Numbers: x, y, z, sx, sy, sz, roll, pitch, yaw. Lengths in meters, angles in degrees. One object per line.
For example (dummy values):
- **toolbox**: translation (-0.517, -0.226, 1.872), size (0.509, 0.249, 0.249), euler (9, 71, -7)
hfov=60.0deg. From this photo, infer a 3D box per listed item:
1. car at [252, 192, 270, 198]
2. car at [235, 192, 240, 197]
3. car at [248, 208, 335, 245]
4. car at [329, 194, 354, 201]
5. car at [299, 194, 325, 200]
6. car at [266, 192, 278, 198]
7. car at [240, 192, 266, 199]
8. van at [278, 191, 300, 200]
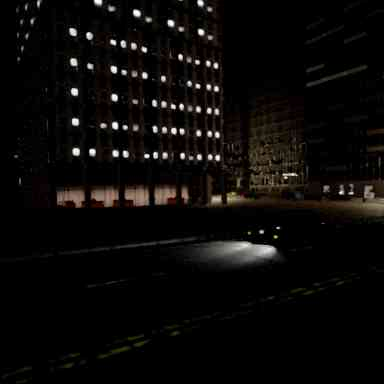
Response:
- **car**: translation (17.800, 0.681, 86.168), size (2.008, 1.369, 4.403), euler (-1, 1, -34)
- **car**: translation (14.723, 0.657, 90.780), size (1.887, 1.381, 4.507), euler (-1, 1, -34)
- **car**: translation (4.495, 1.433, 14.873), size (4.181, 1.385, 1.994), euler (-1, 0, -35)
- **car**: translation (26.313, 0.991, 58.694), size (1.802, 1.307, 4.206), euler (-2, 1, -34)
- **car**: translation (23.232, 0.976, 63.312), size (1.802, 1.307, 4.206), euler (-2, 1, -34)
- **car**: translation (20.782, 0.673, 81.697), size (1.752, 1.417, 4.829), euler (-1, 1, -34)
- **car**: translation (14.082, 0.870, 77.024), size (1.752, 1.417, 4.829), euler (-2, 1, -34)
- **van**: translation (20.147, 0.719, 67.927), size (1.690, 1.788, 3.998), euler (-2, 1, -34)
